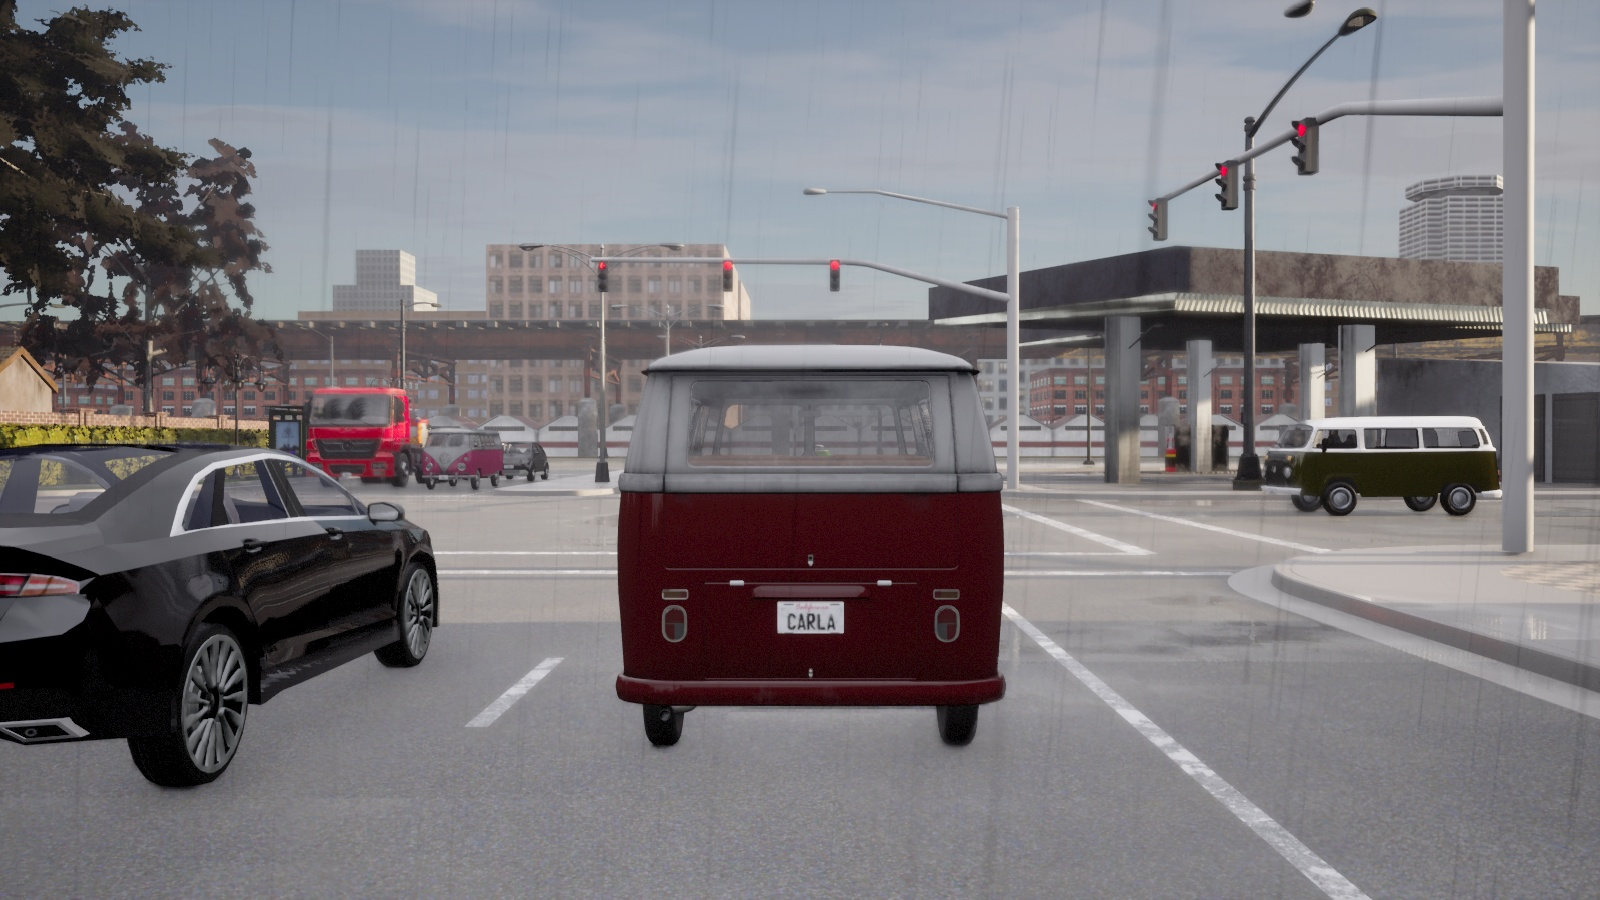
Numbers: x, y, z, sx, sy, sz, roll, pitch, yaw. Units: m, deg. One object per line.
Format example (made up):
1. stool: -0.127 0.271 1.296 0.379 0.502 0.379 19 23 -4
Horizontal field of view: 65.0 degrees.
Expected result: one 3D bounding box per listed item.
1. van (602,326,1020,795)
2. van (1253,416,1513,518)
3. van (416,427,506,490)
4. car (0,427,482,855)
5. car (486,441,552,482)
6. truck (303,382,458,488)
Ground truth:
1. van: 0.059 0.457 7.547 1.775 1.987 4.442 0 0 0
2. van: 12.090 0.331 26.255 4.480 2.038 2.069 0 0 -1
3. van: -11.240 0.253 41.950 1.775 1.987 4.442 0 0 0
4. car: -3.445 0.661 6.895 2.128 1.511 4.902 0 0 0
5. car: -11.191 0.432 50.189 1.789 1.549 3.705 0 0 0
6. truck: -14.767 -0.502 44.943 2.891 3.462 7.936 0 0 0
